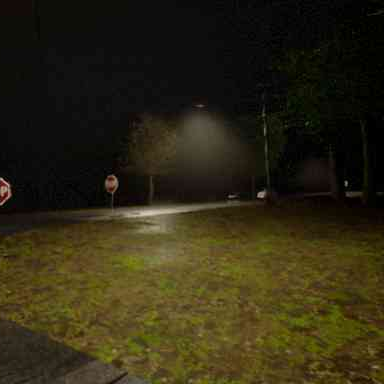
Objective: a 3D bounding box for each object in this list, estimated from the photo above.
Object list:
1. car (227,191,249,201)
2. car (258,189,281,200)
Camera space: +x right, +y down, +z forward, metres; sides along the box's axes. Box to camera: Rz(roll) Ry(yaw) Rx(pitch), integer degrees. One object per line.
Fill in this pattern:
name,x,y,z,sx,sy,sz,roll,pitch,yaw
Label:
car,7.428,0.590,53.556,2.128,1.511,4.902,-4,-1,34
car,10.583,0.344,45.776,1.812,1.442,4.674,-4,-1,34
